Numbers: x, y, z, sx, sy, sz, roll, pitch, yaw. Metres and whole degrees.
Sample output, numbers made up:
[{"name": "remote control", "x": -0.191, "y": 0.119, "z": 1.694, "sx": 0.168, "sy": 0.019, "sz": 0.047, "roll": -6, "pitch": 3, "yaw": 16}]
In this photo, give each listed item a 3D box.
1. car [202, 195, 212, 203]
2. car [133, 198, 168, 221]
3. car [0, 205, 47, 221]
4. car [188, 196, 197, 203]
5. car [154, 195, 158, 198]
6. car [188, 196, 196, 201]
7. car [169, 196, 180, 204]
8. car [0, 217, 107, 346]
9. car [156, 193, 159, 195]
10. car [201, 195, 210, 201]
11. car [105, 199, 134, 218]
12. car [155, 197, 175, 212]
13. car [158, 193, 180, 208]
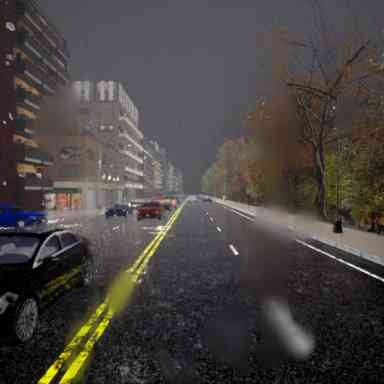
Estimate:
[{"name": "car", "x": 3.267, "y": 1.604, "z": 70.229, "sx": 1.895, "sy": 1.301, "sz": 4.718, "roll": 0, "pitch": 0, "yaw": 0}, {"name": "car", "x": -3.349, "y": 1.521, "z": 27.763, "sx": 1.882, "sy": 1.535, "sz": 5.008, "roll": 0, "pitch": 0, "yaw": 0}, {"name": "car", "x": -12.190, "y": 1.617, "z": 22.194, "sx": 5.008, "sy": 1.535, "sz": 1.882, "roll": -1, "pitch": 0, "yaw": 10}, {"name": "car", "x": 0.017, "y": 1.604, "z": 70.229, "sx": 1.895, "sy": 1.301, "sz": 4.718, "roll": 0, "pitch": 0, "yaw": 0}, {"name": "car", "x": -6.580, "y": 1.610, "z": 53.631, "sx": 1.895, "sy": 1.301, "sz": 4.718, "roll": 0, "pitch": 0, "yaw": 0}, {"name": "car", "x": 0.019, "y": 1.528, "z": 80.229, "sx": 1.895, "sy": 1.301, "sz": 4.718, "roll": 0, "pitch": 0, "yaw": 0}, {"name": "car", "x": -3.291, "y": 1.539, "z": 62.941, "sx": 1.812, "sy": 1.442, "sz": 4.674, "roll": 0, "pitch": 0, "yaw": 1}, {"name": "car", "x": -3.349, "y": 1.492, "z": 6.431, "sx": 2.128, "sy": 1.511, "sz": 4.902, "roll": 0, "pitch": 0, "yaw": 0}, {"name": "car", "x": -6.491, "y": 1.235, "z": 68.214, "sx": 2.150, "sy": 2.045, "sz": 5.566, "roll": 0, "pitch": 0, "yaw": 0}, {"name": "car", "x": 3.270, "y": 1.473, "z": 80.198, "sx": 2.033, "sy": 1.411, "sz": 5.357, "roll": 0, "pitch": 0, "yaw": 0}, {"name": "car", "x": -6.589, "y": 1.646, "z": 30.763, "sx": 1.895, "sy": 1.301, "sz": 4.718, "roll": 0, "pitch": 1, "yaw": 0}, {"name": "car", "x": -3.339, "y": 1.604, "z": 38.977, "sx": 1.895, "sy": 1.301, "sz": 4.718, "roll": 0, "pitch": 0, "yaw": 0}, {"name": "car", "x": -3.334, "y": 1.360, "z": 48.994, "sx": 2.097, "sy": 1.767, "sz": 4.553, "roll": 0, "pitch": 0, "yaw": 0}]
